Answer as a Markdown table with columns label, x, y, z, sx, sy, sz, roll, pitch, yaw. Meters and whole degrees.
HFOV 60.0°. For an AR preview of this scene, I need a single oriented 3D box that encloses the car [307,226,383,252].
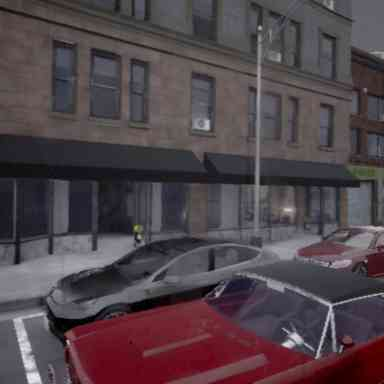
| label | x | y | z | sx | sy | sz | roll | pitch | yaw |
| --- | --- | --- | --- | --- | --- | --- | --- | --- | --- |
| car | 4.567 | 1.593 | 8.957 | 4.206 | 1.307 | 1.802 | 1 | 0 | -32 |

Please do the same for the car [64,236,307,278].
| label | x | y | z | sx | sy | sz | roll | pitch | yaw |
| --- | --- | --- | --- | --- | --- | --- | --- | --- | --- |
| car | -0.234 | 1.516 | 5.918 | 4.313 | 1.339 | 1.947 | 1 | 0 | -32 |

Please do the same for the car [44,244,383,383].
| label | x | y | z | sx | sy | sz | roll | pitch | yaw |
| --- | --- | --- | --- | --- | --- | --- | --- | --- | --- |
| car | 1.016 | 1.587 | 3.707 | 4.718 | 1.301 | 1.895 | 1 | 0 | -32 |
